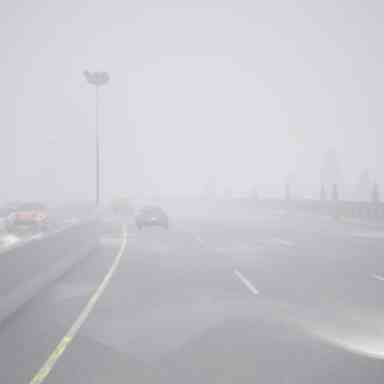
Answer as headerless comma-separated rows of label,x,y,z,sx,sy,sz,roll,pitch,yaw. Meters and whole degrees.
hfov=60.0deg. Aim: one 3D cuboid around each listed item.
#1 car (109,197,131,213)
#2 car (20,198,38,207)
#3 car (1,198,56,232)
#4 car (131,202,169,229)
car,-8.250,1.402,38.363,2.097,1.767,4.553,-1,0,-23
car,-28.216,1.759,57.609,1.812,1.442,4.674,-1,0,-38
car,-9.853,1.408,20.692,2.097,1.767,4.553,0,0,-14
car,-2.759,1.573,21.950,1.994,1.385,4.181,0,0,-13
